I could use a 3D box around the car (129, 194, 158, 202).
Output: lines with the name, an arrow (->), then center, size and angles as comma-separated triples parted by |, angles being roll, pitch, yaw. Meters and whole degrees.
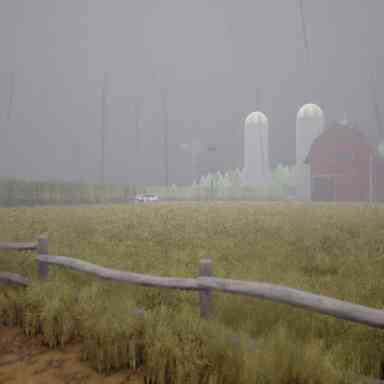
car -> -8.184, 1.320, 56.941 | 2.150, 2.045, 5.566 | 0, 0, 36
